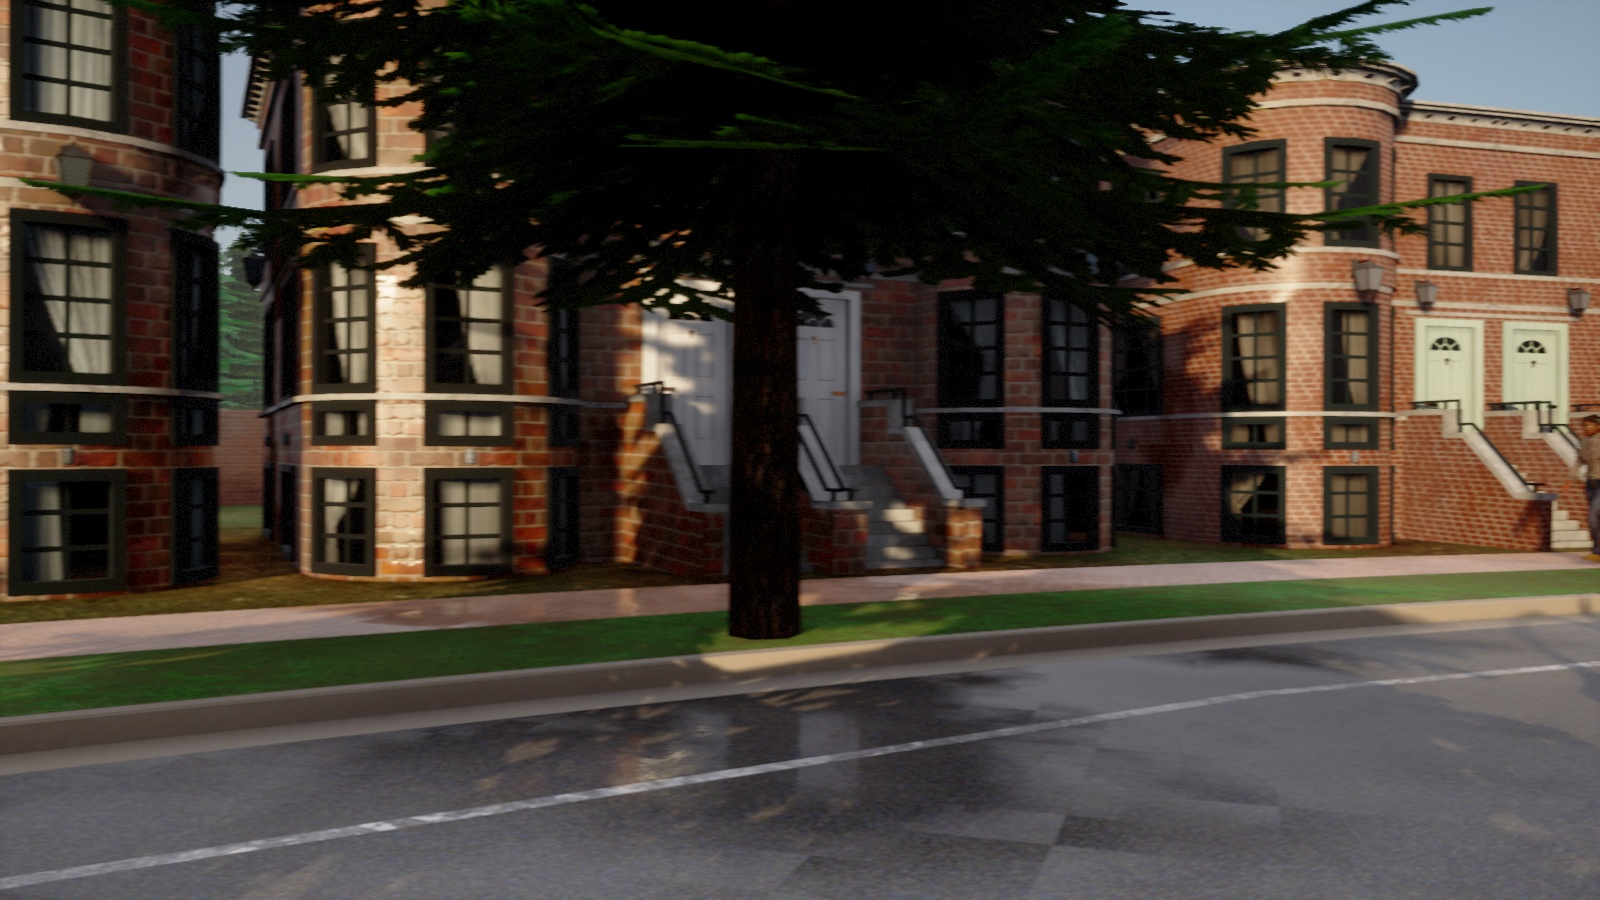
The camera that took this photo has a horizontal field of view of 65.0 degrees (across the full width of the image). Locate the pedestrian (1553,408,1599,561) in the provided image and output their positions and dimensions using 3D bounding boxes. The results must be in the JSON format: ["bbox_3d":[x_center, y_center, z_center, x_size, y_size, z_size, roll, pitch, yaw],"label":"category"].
[{"bbox_3d":[9.541,0.411,15.092,0.869,1.805,0.328,0,0,-14],"label":"pedestrian"}]
